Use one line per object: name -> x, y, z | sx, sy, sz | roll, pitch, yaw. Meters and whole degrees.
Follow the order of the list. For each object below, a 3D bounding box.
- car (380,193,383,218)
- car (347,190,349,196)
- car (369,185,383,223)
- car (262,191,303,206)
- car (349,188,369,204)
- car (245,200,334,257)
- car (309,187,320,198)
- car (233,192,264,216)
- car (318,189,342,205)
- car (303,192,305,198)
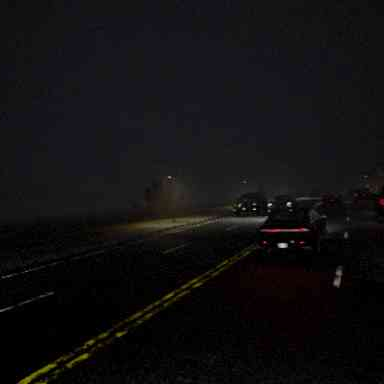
car -> 8.919, 0.953, 13.247 | 1.882, 1.535, 5.008 | -4, 0, 26
car -> 27.937, -0.028, 57.336 | 1.882, 1.535, 5.008 | -4, -1, 23
car -> 11.541, 0.558, 18.711 | 2.150, 2.045, 5.566 | -4, 0, 26
car -> 7.872, 1.016, 28.642 | 2.097, 1.767, 4.553 | -4, 0, 25
car -> 19.213, 0.295, 37.415 | 2.097, 1.767, 4.553 | -4, -1, 25
car -> 3.758, 1.316, 12.094 | 2.128, 1.511, 4.902 | -4, 0, 26
car -> 24.394, 0.028, 65.737 | 2.150, 2.045, 5.566 | -4, -1, 23
car -> 5.670, 1.062, 31.599 | 2.150, 2.045, 5.566 | -4, -1, 25
car -> 15.707, 0.666, 37.367 | 1.882, 1.535, 5.008 | -4, -1, 24
car -> 22.281, 0.509, 69.054 | 1.994, 1.385, 4.181 | -4, -1, 23
